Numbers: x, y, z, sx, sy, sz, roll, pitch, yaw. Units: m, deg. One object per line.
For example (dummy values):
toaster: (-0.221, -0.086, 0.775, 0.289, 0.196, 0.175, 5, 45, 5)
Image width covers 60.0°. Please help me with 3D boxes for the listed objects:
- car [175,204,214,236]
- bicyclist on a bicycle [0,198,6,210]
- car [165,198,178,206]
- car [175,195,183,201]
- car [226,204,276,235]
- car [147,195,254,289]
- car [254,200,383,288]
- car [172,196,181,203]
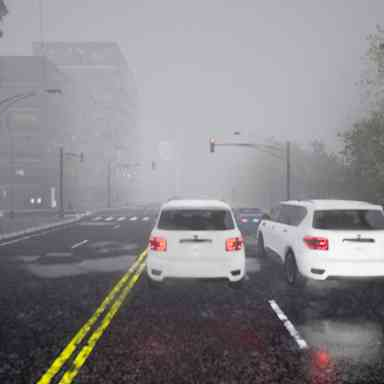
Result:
car: (0.120, 1.548, 19.830, 2.033, 1.411, 5.357, 0, 0, 0)
bicyclist on a bicycle: (-24.836, 1.584, 43.574, 0.582, 1.620, 1.656, -1, 0, -1)
car: (-3.283, 1.613, 54.793, 1.895, 1.301, 4.718, 0, 0, 0)
car: (-3.170, 1.528, 84.733, 1.837, 1.490, 4.892, 0, 0, 0)
car: (3.370, 1.548, 20.028, 2.033, 1.411, 5.357, 0, 0, 0)
car: (0.106, 1.221, 9.274, 2.150, 2.045, 5.566, 0, 0, 1)
car: (3.362, 1.221, 9.380, 2.150, 2.045, 5.566, 0, 0, 0)
car: (-3.186, 1.548, 69.687, 1.812, 1.442, 4.674, 0, 0, 0)
